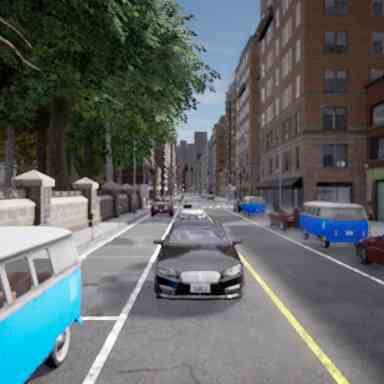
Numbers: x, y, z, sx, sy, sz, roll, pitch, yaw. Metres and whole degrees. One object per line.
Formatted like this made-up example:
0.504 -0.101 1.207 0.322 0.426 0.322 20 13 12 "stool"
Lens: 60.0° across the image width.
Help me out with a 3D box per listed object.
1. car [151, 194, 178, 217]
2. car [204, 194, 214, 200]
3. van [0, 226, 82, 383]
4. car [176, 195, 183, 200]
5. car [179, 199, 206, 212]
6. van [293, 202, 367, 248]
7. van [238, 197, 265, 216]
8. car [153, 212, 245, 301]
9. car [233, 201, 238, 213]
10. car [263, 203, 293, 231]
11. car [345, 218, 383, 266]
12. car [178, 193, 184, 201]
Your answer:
-2.723 1.306 31.418 2.192 1.841 5.009 0 0 -1 "car"
5.058 1.380 91.596 1.967 1.590 4.097 0 0 -1 "car"
-2.375 1.340 3.131 1.690 1.788 3.998 0 0 -1 "van"
-3.466 1.478 91.455 1.887 1.381 4.507 0 0 -1 "car"
0.023 1.523 25.190 1.812 1.442 4.674 0 0 -1 "car"
6.009 1.346 14.584 1.690 1.788 3.998 0 0 -1 "van"
5.800 1.339 31.564 1.690 1.788 3.998 0 0 -1 "van"
0.131 1.493 8.529 2.128 1.511 4.902 0 0 0 "car"
5.731 1.559 37.224 1.947 1.339 4.313 0 0 -1 "car"
5.940 1.548 20.244 1.887 1.381 4.507 0 0 -1 "car"
6.080 1.588 8.924 1.802 1.307 4.206 0 0 -1 "car"
-3.261 1.469 74.934 1.752 1.417 4.829 0 0 -1 "car"
